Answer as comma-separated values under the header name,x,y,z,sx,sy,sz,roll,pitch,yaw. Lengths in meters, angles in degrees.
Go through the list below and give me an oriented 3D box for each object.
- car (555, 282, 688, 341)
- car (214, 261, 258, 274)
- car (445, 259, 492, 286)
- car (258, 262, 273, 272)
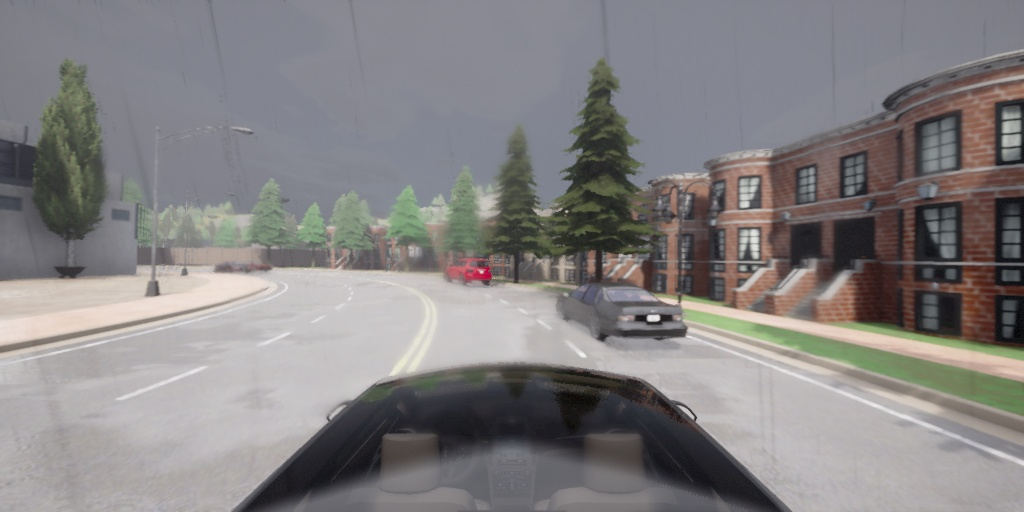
name,x,y,z,sx,sy,sz,roll,pitch,yaw
car,2.788,1.457,10.490,2.033,1.411,5.357,1,-1,-9
car,-30.464,1.273,39.270,4.181,1.385,1.994,1,-1,25
car,-3.535,1.255,28.485,2.150,2.045,5.566,2,-1,-30
car,-31.379,1.349,43.504,4.718,1.301,1.895,1,-1,21
